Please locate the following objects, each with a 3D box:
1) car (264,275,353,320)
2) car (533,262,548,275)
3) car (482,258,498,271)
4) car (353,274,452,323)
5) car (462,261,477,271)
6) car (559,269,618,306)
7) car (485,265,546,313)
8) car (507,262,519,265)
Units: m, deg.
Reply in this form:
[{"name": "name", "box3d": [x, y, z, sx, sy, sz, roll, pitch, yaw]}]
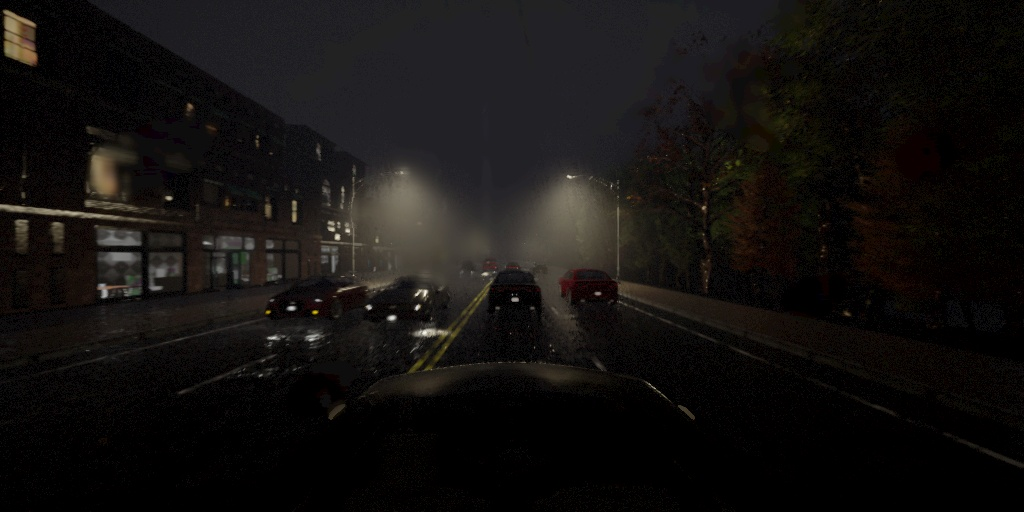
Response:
[{"name": "car", "box3d": [-6.596, 1.381, 12.711, 1.994, 1.385, 4.181, 0, 0, 0]}, {"name": "car", "box3d": [3.354, 1.494, 43.862, 2.128, 1.511, 4.902, 0, 0, 0]}, {"name": "car", "box3d": [-3.294, 1.288, 55.317, 2.150, 2.045, 5.566, 0, 0, 1]}, {"name": "car", "box3d": [-3.349, 1.364, 12.655, 2.033, 1.411, 5.357, 0, 0, 0]}, {"name": "car", "box3d": [-6.546, 1.573, 55.457, 1.837, 1.490, 4.892, 0, 0, 0]}, {"name": "car", "box3d": [3.352, 1.317, 16.443, 1.882, 1.535, 5.008, 0, 0, 0]}, {"name": "car", "box3d": [0.102, 1.304, 14.389, 1.882, 1.535, 5.008, 0, 0, 0]}, {"name": "car", "box3d": [0.105, 1.505, 43.400, 1.837, 1.490, 4.892, 0, 0, 0]}]
